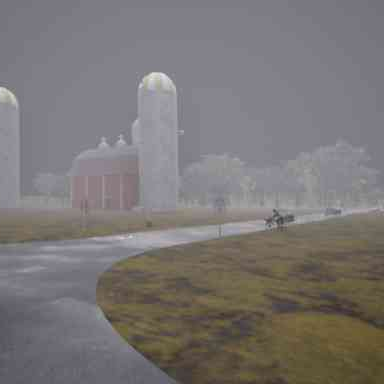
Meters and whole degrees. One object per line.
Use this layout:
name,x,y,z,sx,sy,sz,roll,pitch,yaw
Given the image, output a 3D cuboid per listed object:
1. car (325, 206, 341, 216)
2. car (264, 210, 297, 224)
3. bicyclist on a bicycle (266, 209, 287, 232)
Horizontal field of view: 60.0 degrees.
car,23.977,3.183,56.373,1.882,1.535,5.008,-2,-2,34
car,9.232,2.522,34.455,2.033,1.411,5.357,-2,-3,34
bicyclist on a bicycle,6.225,2.104,24.573,1.656,1.620,0.582,0,-2,34
